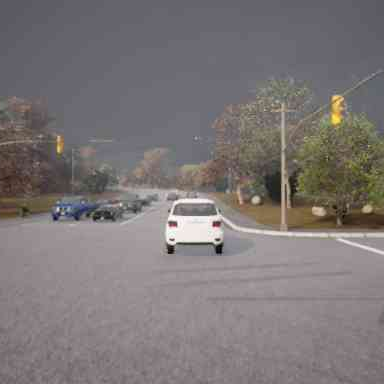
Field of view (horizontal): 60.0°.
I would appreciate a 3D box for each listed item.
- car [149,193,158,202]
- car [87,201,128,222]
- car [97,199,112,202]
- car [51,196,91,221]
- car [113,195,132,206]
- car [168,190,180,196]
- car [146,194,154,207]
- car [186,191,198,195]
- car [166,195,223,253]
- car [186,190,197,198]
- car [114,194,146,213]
[{"bbox_3d":[-6.986,0.880,58.600,2.033,1.411,5.357,0,2,0],"label":"car"},{"bbox_3d":[-7.079,1.756,28.465,1.895,1.301,4.718,0,0,-1],"label":"car"},{"bbox_3d":[-10.568,1.548,40.119,2.033,1.411,5.357,0,1,1],"label":"car"},{"bbox_3d":[-10.600,1.370,29.813,2.150,2.045,5.566,0,0,-2],"label":"car"},{"bbox_3d":[-10.498,1.277,50.399,1.895,1.301,4.718,0,2,0],"label":"car"},{"bbox_3d":[-3.486,0.835,60.035,1.994,1.385,4.181,0,2,0],"label":"car"},{"bbox_3d":[-7.029,1.370,47.914,1.895,1.301,4.718,0,2,1],"label":"car"},{"bbox_3d":[0.014,0.756,60.186,2.128,1.511,4.902,0,2,0],"label":"car"},{"bbox_3d":[0.102,1.313,14.357,2.150,2.045,5.566,0,0,0],"label":"car"},{"bbox_3d":[-0.088,0.398,70.233,1.994,1.385,4.181,0,2,-3],"label":"car"},{"bbox_3d":[-7.081,1.266,37.982,2.150,2.045,5.566,0,1,0],"label":"car"}]
